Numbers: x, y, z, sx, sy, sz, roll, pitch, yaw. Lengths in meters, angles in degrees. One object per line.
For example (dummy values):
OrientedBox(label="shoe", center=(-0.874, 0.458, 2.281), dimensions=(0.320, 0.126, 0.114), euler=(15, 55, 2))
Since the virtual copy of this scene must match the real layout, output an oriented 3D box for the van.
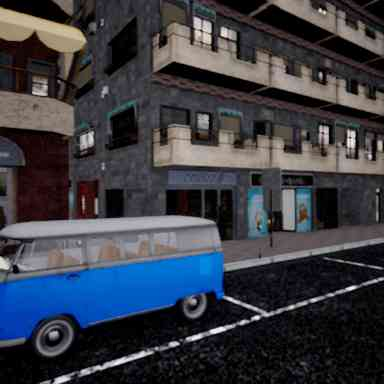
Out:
OrientedBox(label="van", center=(-1.316, 1.340, 5.631), dimensions=(3.998, 1.788, 1.690), euler=(0, 0, -35))
